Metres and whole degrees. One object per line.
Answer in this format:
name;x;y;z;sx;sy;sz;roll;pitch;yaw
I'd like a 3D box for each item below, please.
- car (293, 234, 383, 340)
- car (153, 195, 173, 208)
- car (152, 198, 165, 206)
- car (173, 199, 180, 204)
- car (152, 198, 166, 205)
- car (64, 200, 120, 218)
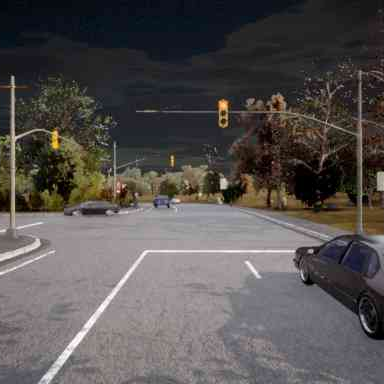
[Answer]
car;3.609;1.547;6.472;2.033;1.411;5.357;0;0;0
car;-4.475;1.394;50.463;2.150;2.045;5.566;0;-1;-5
car;-6.555;1.973;65.553;2.128;1.511;4.902;0;-1;-11
car;-4.423;2.365;83.323;1.812;1.442;4.674;0;-1;-22
car;-8.292;2.353;83.522;1.882;1.535;5.008;0;-1;-25
car;-9.200;1.530;30.808;4.892;1.490;1.837;0;4;-26
